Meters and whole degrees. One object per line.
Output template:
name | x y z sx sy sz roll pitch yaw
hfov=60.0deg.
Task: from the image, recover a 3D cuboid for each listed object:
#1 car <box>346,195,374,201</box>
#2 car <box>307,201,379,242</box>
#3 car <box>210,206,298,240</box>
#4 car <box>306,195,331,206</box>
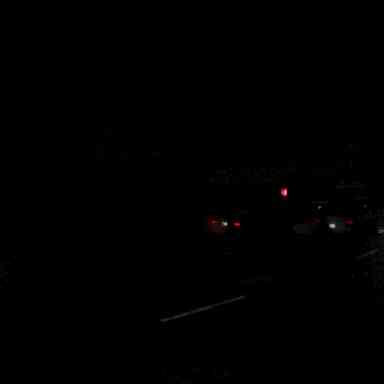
car | 14.932 0.984 29.596 1.882 1.535 5.008 0 1 18
car | 7.048 1.322 15.152 1.994 1.385 4.181 0 1 40
car | 3.105 1.355 15.859 2.033 1.411 5.357 0 1 43
car | 11.394 1.046 29.972 2.128 1.511 4.902 -1 1 19
